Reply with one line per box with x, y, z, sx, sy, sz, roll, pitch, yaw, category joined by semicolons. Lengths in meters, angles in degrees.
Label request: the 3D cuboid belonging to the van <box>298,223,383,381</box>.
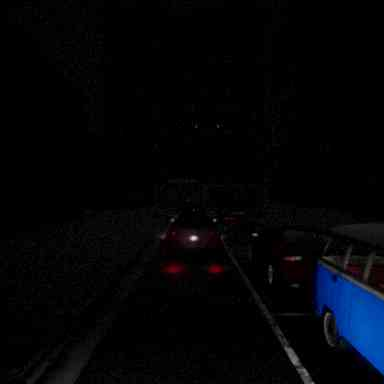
2.658;1.337;3.523;1.690;1.788;3.998;1;0;0;van

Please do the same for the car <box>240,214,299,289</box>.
2.654;1.537;8.961;1.887;1.381;4.507;1;0;0;car

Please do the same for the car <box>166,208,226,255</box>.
0.070;1.553;13.270;1.994;1.385;4.181;0;0;0;car

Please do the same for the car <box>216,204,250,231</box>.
2.655;1.576;19.838;1.802;1.307;4.206;1;0;0;car

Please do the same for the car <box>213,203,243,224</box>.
2.655;1.578;25.277;1.802;1.307;4.206;1;0;0;car

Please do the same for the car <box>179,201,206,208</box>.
0.060;1.502;26.707;1.837;1.490;4.892;0;0;0;car
